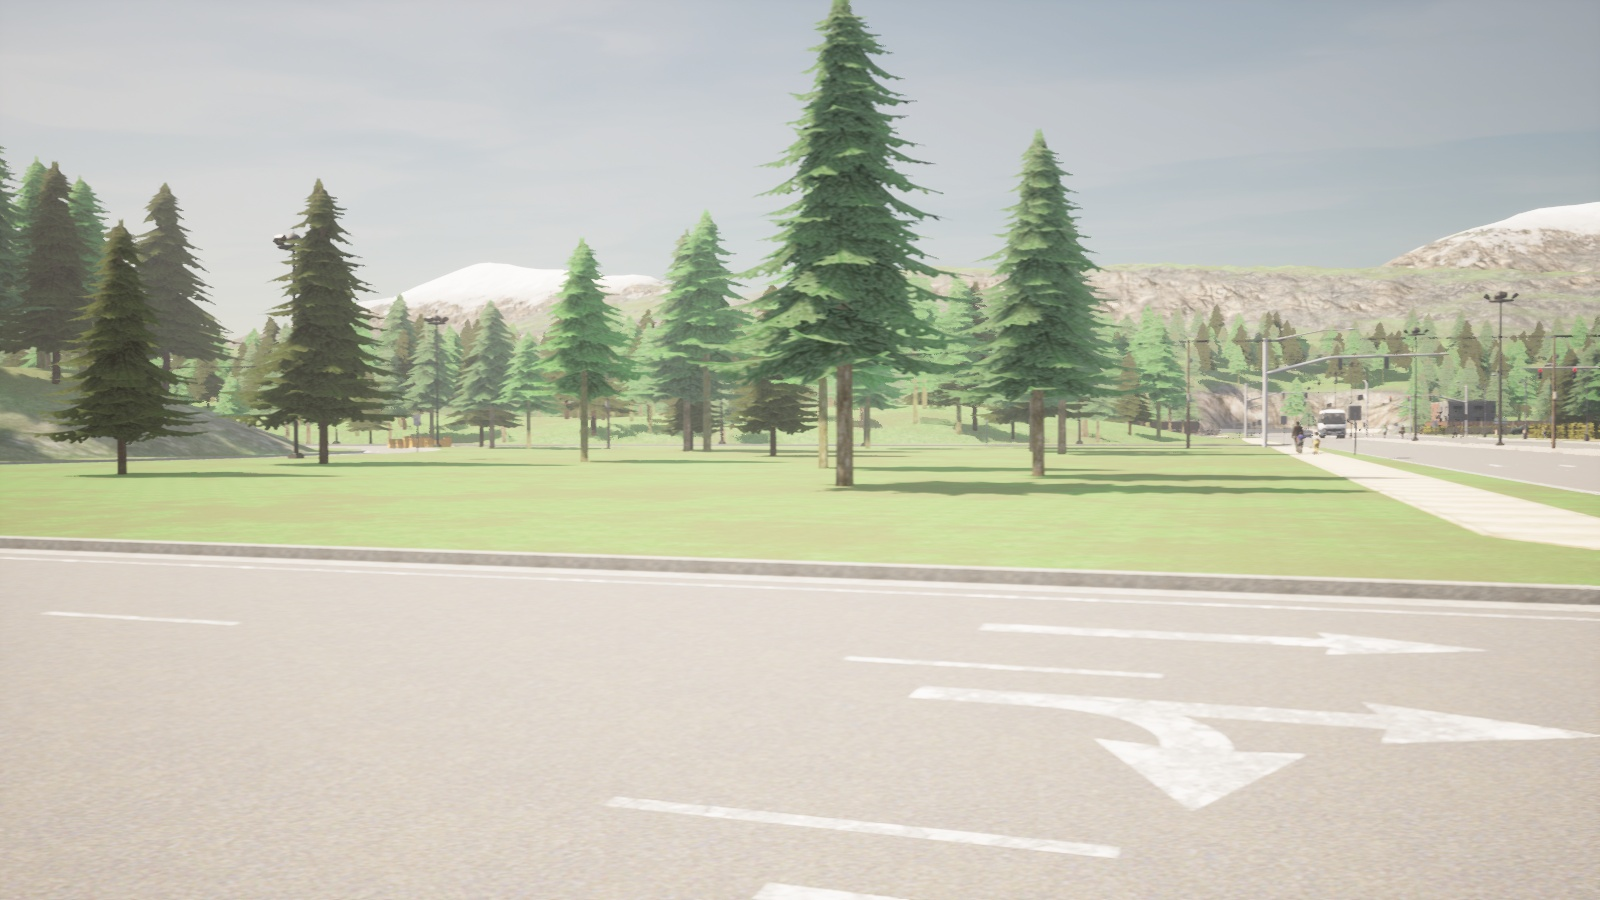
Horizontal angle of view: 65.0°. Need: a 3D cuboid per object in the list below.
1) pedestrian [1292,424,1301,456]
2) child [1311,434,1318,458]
[{"bbox_3d":[28.050,-0.566,70.959,0.431,1.840,0.703,1,1,19],"label":"pedestrian"},{"bbox_3d":[26.818,-0.202,65.454,0.270,1.263,0.437,1,1,21],"label":"child"}]
